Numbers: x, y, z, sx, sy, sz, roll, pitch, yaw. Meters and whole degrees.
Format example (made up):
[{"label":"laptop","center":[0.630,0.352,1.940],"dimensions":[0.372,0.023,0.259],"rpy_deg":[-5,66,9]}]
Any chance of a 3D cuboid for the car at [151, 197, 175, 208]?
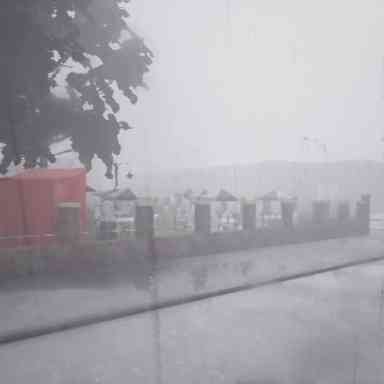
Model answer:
[{"label":"car","center":[-4.141,1.583,47.968],"dimensions":[2.097,1.767,4.553],"rpy_deg":[1,0,-35]}]
